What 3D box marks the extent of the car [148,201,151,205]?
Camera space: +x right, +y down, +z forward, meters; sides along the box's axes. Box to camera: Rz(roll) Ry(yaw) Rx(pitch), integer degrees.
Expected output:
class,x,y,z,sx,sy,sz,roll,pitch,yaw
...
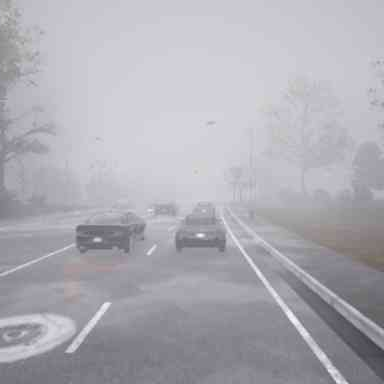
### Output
class,x,y,z,sx,sy,sz,roll,pitch,yaw
car,-4.799,1.558,46.068,2.033,1.411,5.357,0,0,6

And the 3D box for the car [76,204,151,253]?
class,x,y,z,sx,sy,sz,roll,pitch,yaw
car,-3.149,1.480,13.808,1.882,1.535,5.008,0,0,2

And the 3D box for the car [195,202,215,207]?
class,x,y,z,sx,sy,sz,roll,pitch,yaw
car,1.152,1.574,30.641,1.994,1.385,4.181,0,0,4

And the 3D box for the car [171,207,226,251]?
class,x,y,z,sx,sy,sz,roll,pitch,yaw
car,0.371,1.569,14.261,1.994,1.385,4.181,0,0,2

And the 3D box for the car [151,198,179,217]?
class,x,y,z,sx,sy,sz,roll,pitch,yaw
car,-2.305,1.486,31.468,1.882,1.535,5.008,0,0,4

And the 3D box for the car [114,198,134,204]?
class,x,y,z,sx,sy,sz,roll,pitch,yaw
car,-8.655,1.532,42.461,1.812,1.442,4.674,0,0,5
